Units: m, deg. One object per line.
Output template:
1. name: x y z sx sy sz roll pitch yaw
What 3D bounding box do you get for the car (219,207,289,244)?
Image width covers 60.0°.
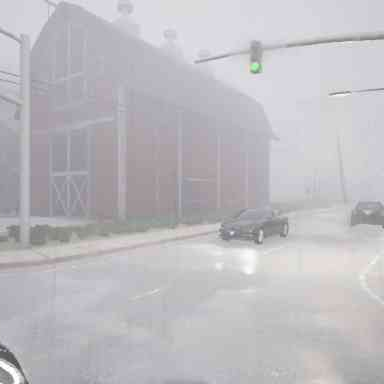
1. car: 3.120 1.504 16.038 1.837 1.490 4.892 0 0 36

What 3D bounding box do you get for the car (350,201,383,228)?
1. car: 12.090 1.354 22.169 2.097 1.767 4.553 0 0 36

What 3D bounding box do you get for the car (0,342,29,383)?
1. car: -3.162 1.321 1.400 2.097 1.767 4.553 0 0 36
